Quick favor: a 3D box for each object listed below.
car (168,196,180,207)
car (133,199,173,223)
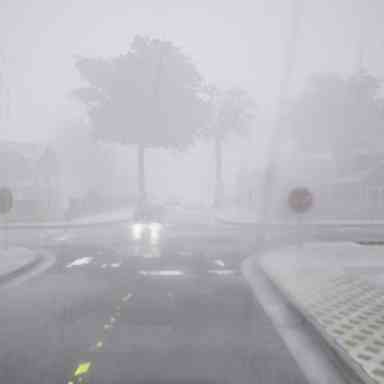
[{"bbox_3d":[-2.744,1.360,49.044,1.812,1.442,4.674,0,0,0],"label":"car"},{"bbox_3d":[-2.955,1.503,24.684,1.994,1.385,4.181,0,1,7],"label":"car"}]
